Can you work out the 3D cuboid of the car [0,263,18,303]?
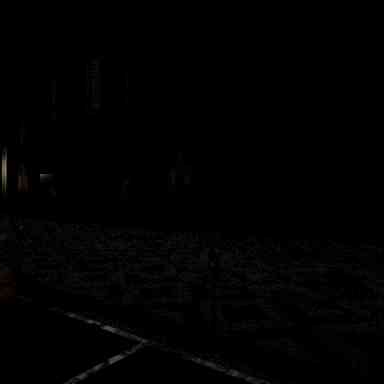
[{"bbox_3d":[-5.461,1.526,6.877,4.829,1.417,1.752,0,0,36],"label":"car"}]
